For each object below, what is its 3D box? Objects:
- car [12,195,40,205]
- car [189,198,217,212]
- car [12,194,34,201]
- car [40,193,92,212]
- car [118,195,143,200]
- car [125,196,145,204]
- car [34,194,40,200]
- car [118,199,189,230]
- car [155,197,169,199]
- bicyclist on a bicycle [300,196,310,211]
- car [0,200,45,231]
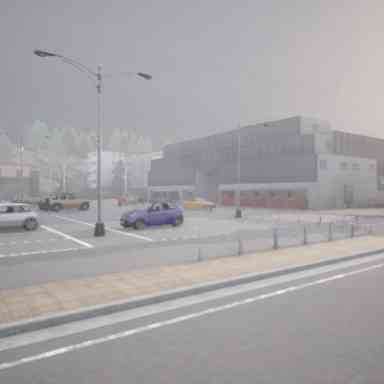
[{"bbox_3d":[-26.140,1.216,52.368,3.806,1.475,1.970,0,0,-35],"label":"car"},{"bbox_3d":[0.890,1.421,38.805,1.882,1.535,5.008,0,0,-35],"label":"car"},{"bbox_3d":[-22.199,1.137,47.292,5.027,1.636,2.152,0,0,-35],"label":"car"},{"bbox_3d":[-12.869,1.080,34.659,4.605,1.855,1.932,0,0,-35],"label":"car"},{"bbox_3d":[-10.628,1.298,55.464,2.097,1.767,4.553,0,0,-35],"label":"car"},{"bbox_3d":[-10.606,1.441,61.545,1.837,1.490,4.892,0,0,-35],"label":"car"},{"bbox_3d":[-14.871,1.060,36.804,3.866,1.878,1.905,0,0,-35],"label":"car"},{"bbox_3d":[-2.337,1.357,19.347,3.633,1.501,1.845,0,0,-35],"label":"car"},{"bbox_3d":[-4.884,1.484,53.439,2.033,1.411,5.357,0,0,-34],"label":"car"},{"bbox_3d":[12.163,1.231,35.729,1.656,1.620,0.582,0,0,-35],"label":"bicyclist on a bicycle"},{"bbox_3d":[-10.127,1.381,17.540,3.806,1.475,1.970,0,0,-35],"label":"car"}]
